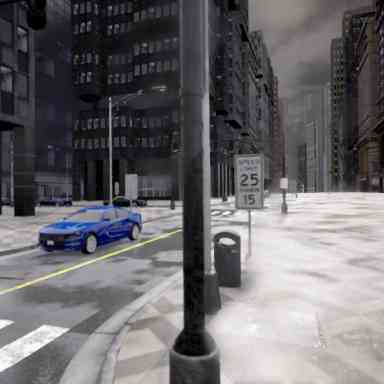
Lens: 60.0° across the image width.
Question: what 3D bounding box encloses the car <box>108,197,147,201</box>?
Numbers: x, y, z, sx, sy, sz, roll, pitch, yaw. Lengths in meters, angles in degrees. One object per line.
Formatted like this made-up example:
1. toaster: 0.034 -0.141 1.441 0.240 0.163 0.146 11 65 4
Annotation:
1. car: -7.268 1.152 36.507 4.718 1.301 1.895 -1 0 19

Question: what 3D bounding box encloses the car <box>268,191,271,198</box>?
1. car: 14.604 0.410 66.634 2.128 1.511 4.902 -1 1 19

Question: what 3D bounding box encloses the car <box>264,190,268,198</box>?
1. car: 11.229 0.632 56.940 1.994 1.385 4.181 -1 1 19

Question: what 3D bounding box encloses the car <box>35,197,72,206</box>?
1. car: -16.669 1.244 39.739 4.718 1.301 1.895 -1 0 19

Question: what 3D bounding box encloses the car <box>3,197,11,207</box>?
1. car: -26.386 1.335 43.078 4.718 1.301 1.895 0 0 19

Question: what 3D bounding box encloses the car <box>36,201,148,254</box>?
1. car: -3.749 1.325 13.064 1.882 1.535 5.008 -1 1 19
